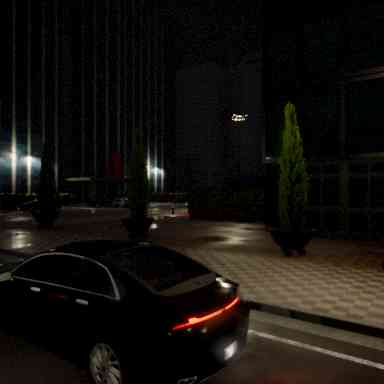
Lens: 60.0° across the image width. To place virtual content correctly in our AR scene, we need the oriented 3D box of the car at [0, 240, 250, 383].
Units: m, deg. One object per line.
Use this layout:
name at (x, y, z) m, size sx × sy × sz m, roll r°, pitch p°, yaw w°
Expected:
car at (-1.536, 1.505, 5.101) m, size 4.892 × 1.490 × 1.837 m, roll 0°, pitch 0°, yaw 36°

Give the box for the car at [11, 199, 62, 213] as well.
car at (-17.104, 1.491, 37.498) m, size 2.128 × 1.511 × 4.902 m, roll 0°, pitch 0°, yaw 35°

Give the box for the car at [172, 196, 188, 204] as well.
car at (-2.014, 1.494, 64.898) m, size 2.128 × 1.511 × 4.902 m, roll 0°, pitch 0°, yaw 35°

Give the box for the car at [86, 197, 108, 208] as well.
car at (-13.273, 1.500, 49.030) m, size 1.837 × 1.490 × 4.892 m, roll 0°, pitch 1°, yaw 35°

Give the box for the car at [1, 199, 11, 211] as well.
car at (-21.052, 1.547, 37.962) m, size 2.033 × 1.411 × 5.357 m, roll 0°, pitch 0°, yaw 35°

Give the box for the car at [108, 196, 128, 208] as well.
car at (-9.059, 1.223, 48.940) m, size 2.150 × 2.045 × 5.566 m, roll 0°, pitch 0°, yaw 35°
